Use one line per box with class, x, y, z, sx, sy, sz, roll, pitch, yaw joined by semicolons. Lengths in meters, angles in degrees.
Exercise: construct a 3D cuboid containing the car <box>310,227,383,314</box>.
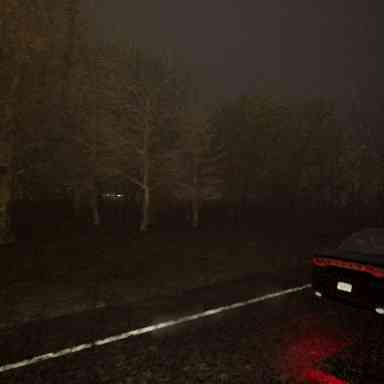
car;4.670;1.506;7.264;5.008;1.535;1.882;0;0;-36
